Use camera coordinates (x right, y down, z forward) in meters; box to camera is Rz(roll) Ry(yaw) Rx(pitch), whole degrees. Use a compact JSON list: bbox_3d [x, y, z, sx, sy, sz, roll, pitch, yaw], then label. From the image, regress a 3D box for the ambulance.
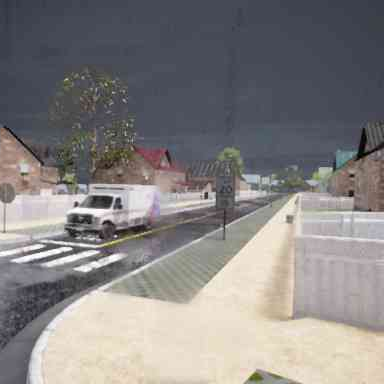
[{"bbox_3d":[-3.742,0.839,17.062,2.351,2.431,6.366,2,1,18],"label":"ambulance"}]
